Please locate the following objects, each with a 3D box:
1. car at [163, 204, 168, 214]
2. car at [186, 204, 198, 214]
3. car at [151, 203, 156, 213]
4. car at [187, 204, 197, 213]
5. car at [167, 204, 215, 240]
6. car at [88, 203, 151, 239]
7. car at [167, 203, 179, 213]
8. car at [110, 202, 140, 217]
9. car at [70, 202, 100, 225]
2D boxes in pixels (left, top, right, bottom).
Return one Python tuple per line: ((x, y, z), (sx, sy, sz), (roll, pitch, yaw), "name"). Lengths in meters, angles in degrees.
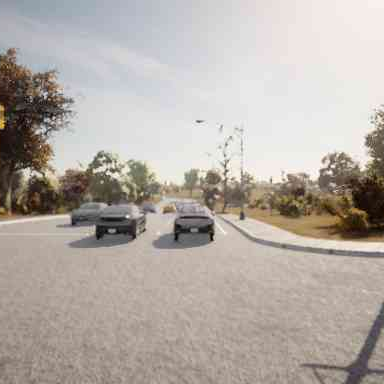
((-3.516, 2.634, 52.678), (1.882, 1.535, 5.008), (0, -3, 0), "car")
((-0.016, 2.701, 53.093), (1.812, 1.442, 4.674), (0, -3, 0), "car")
((-7.048, 2.567, 54.009), (2.097, 1.767, 4.553), (0, -2, 0), "car")
((-0.020, 3.101, 63.113), (1.882, 1.535, 5.008), (0, -3, 0), "car")
((0.096, 1.413, 16.463), (2.128, 1.511, 4.902), (0, 0, 0), "car")
((-3.404, 1.425, 16.583), (1.837, 1.490, 4.892), (0, 0, 0), "car")
((-3.520, 2.973, 63.086), (2.097, 1.767, 4.553), (0, -3, 0), "car")
((-7.088, 1.892, 35.752), (2.128, 1.511, 4.902), (0, -2, 0), "car")
((-7.097, 1.519, 23.753), (1.837, 1.490, 4.892), (0, -1, 0), "car")
